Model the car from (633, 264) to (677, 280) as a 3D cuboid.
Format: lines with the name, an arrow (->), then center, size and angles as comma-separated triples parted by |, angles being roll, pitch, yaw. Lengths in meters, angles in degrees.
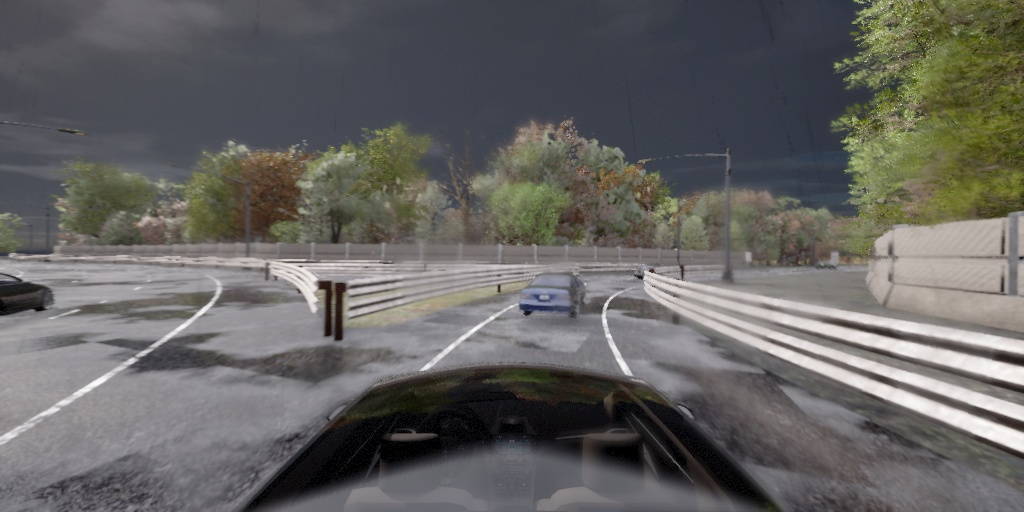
car -> 12.797, 1.416, 31.776 | 5.357, 1.411, 2.033 | 1, 0, -43

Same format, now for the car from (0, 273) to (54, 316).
car -> -15.697, 1.155, 10.444 | 1.994, 1.385, 4.181 | 1, 0, -33

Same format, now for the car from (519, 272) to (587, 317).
car -> 1.687, 1.311, 13.332 | 2.033, 1.411, 5.357 | 1, 0, 16
